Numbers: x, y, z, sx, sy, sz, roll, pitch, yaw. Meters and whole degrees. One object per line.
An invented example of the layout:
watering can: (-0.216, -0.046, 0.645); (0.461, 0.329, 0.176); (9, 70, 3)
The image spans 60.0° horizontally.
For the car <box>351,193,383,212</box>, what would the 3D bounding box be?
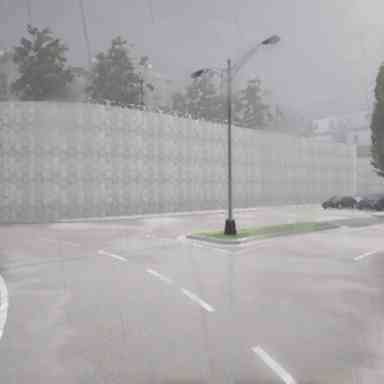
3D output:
car: (18.375, 0.964, 33.217); (4.553, 1.767, 2.097); (-1, 1, -37)

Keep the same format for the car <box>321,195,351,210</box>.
car: (15.860, 1.116, 35.710); (4.892, 1.490, 1.837); (-1, 0, -37)
